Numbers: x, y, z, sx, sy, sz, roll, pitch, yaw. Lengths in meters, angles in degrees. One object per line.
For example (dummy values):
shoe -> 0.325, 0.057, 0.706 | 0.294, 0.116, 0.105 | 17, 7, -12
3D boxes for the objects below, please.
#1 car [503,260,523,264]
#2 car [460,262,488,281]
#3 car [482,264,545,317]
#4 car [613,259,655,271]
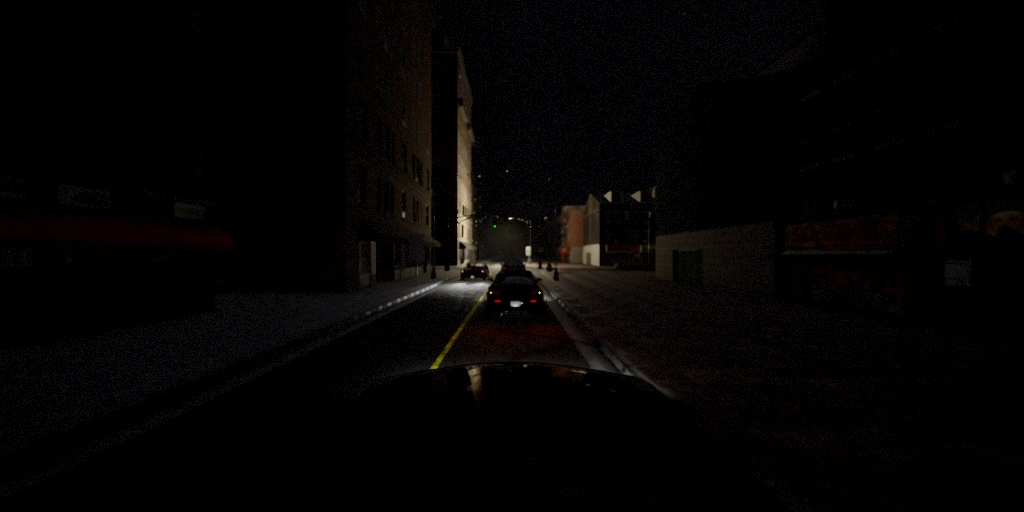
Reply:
car -> 0.095, 1.031, 27.579 | 1.882, 1.535, 5.008 | 0, 0, 0
car -> -2.785, 1.153, 27.607 | 1.895, 1.301, 4.718 | 0, 0, 1
car -> 0.103, 1.196, 12.678 | 1.812, 1.442, 4.674 | 0, 1, 0
car -> 13.906, 1.041, 40.168 | 4.829, 1.417, 1.751 | 0, 0, 0
